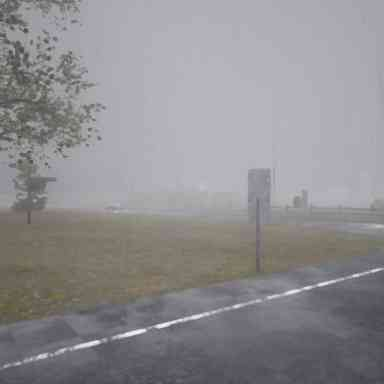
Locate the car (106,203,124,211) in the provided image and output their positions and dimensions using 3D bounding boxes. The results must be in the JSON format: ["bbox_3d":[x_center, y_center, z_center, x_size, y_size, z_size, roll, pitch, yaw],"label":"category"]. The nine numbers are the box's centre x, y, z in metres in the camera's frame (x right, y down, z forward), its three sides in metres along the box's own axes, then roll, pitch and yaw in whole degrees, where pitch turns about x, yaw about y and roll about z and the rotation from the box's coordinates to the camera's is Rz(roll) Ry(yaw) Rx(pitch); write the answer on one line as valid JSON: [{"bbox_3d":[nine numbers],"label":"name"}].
[{"bbox_3d":[-13.802,2.636,59.431,1.812,1.442,4.674,1,-1,-37],"label":"car"}]
